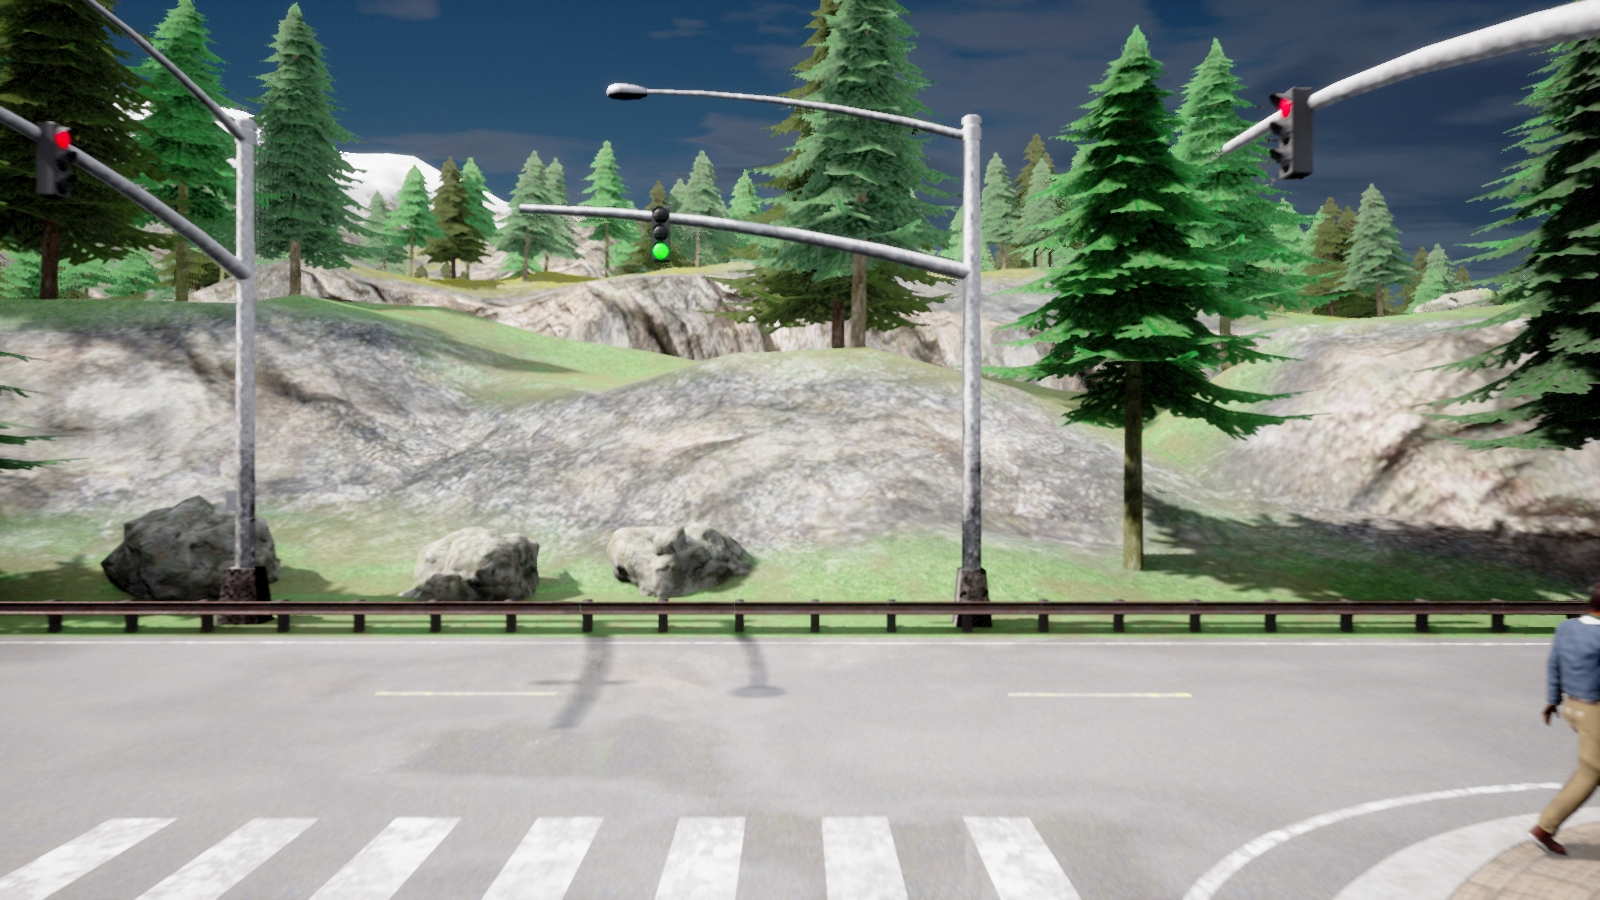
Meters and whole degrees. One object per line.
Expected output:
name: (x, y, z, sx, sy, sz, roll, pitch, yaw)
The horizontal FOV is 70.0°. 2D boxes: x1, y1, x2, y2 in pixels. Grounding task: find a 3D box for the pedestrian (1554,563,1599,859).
pedestrian: (5.264, 1.690, 7.506, 0.375, 1.860, 0.375, 0, 0, 1)
